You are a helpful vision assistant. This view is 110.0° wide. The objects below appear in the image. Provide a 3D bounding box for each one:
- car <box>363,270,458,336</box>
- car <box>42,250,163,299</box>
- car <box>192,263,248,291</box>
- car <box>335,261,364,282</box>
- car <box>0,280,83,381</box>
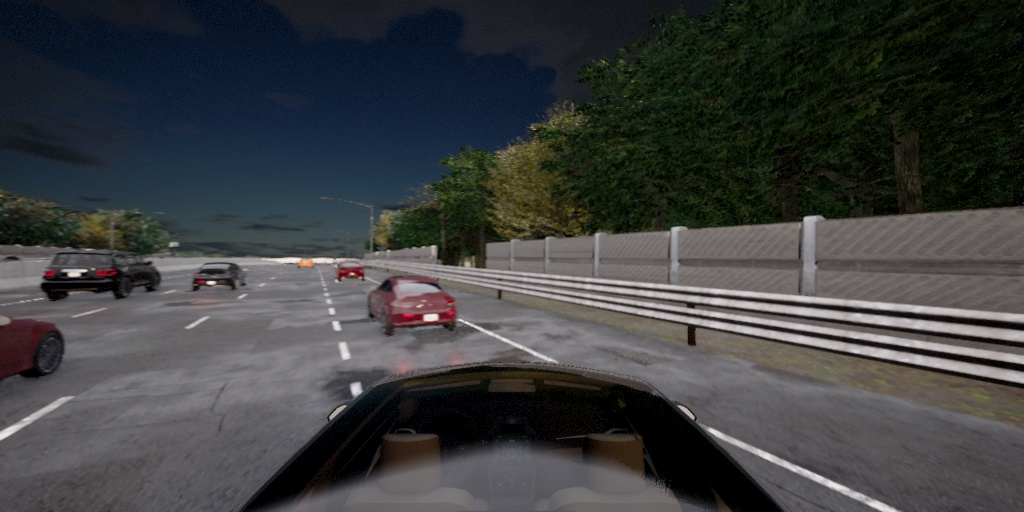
[{"bbox_3d":[-3.026,1.284,10.504,1.812,1.442,4.674,1,0,-29],"label":"car"},{"bbox_3d":[-18.090,0.779,16.119,2.150,2.045,5.566,1,0,-29],"label":"car"},{"bbox_3d":[-16.396,1.101,20.295,1.837,1.490,4.892,1,0,-29],"label":"car"},{"bbox_3d":[-12.890,1.152,28.443,1.882,1.535,5.008,1,0,-29],"label":"car"},{"bbox_3d":[-7.402,1.186,3.938,1.812,1.442,4.674,1,0,-29],"label":"car"}]
